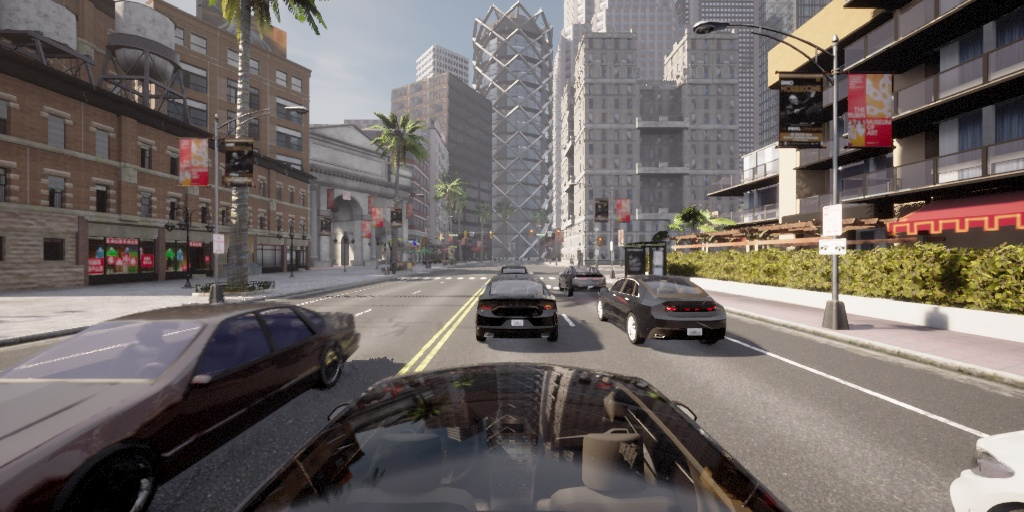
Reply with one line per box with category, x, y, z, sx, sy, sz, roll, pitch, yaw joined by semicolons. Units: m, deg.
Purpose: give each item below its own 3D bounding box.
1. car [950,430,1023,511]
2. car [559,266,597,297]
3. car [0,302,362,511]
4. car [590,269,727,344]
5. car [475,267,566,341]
car;3.662;1.276;0.218;1.812;1.442;4.674;0;0;-1
car;3.602;1.241;18.929;2.128;1.511;4.902;0;0;0
car;-3.603;1.297;4.096;2.033;1.411;5.357;0;0;0
car;3.609;1.255;9.523;1.837;1.490;4.892;0;0;0
car;0.109;1.228;9.878;1.882;1.535;5.008;0;0;0
